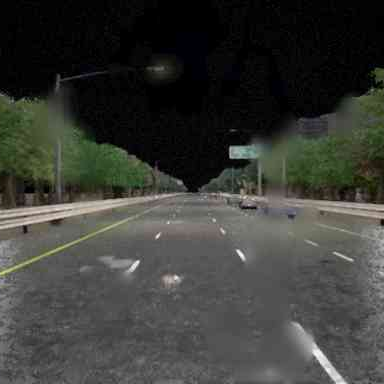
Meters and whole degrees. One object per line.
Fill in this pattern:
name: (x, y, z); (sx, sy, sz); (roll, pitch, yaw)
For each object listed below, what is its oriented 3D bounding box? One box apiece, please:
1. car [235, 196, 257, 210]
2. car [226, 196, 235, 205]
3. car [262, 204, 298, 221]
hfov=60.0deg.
car: (7.099, 1.557, 42.869); (1.994, 1.385, 4.181); (0, 0, 0)
car: (7.184, 1.464, 58.882); (2.128, 1.511, 4.902); (0, 0, 0)
car: (7.039, 1.599, 27.143); (1.895, 1.301, 4.718); (0, 0, 0)
